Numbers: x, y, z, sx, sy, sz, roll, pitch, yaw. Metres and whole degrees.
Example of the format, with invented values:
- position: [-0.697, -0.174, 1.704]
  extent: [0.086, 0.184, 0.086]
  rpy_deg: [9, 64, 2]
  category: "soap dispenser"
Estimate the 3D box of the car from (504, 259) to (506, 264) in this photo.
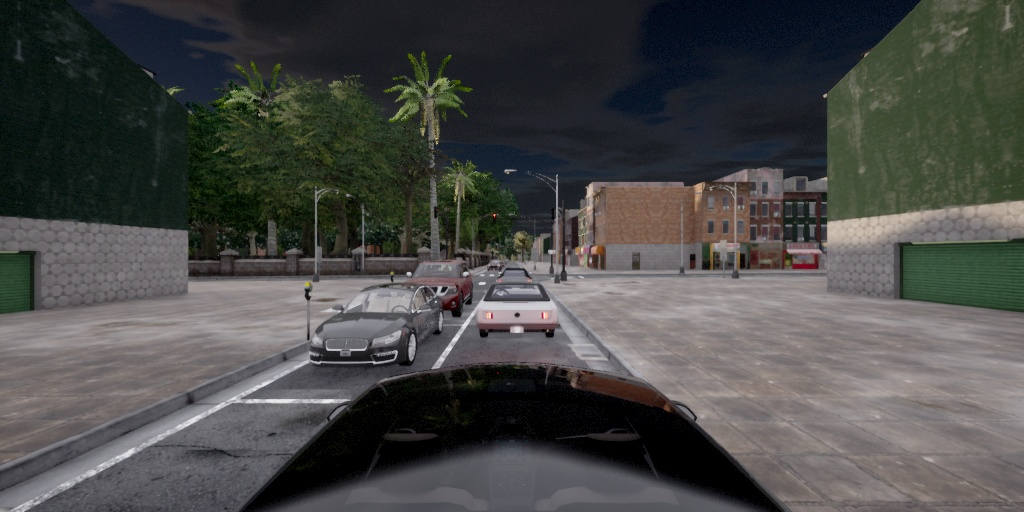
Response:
- position: [-2.476, 1.317, 57.138]
  extent: [1.967, 1.591, 4.097]
  rpy_deg: [0, 0, 0]
  category: "car"

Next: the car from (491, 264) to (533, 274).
- position: [0.159, 1.324, 19.355]
  extent: [1.994, 1.385, 4.181]
  rpy_deg: [0, 0, 2]
  category: "car"

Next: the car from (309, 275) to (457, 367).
- position: [-2.621, 1.301, 7.842]
  extent: [2.007, 1.370, 4.403]
  rpy_deg: [0, 0, 0]
  category: "car"

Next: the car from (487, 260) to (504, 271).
- position: [-2.493, 1.292, 51.451]
  extent: [1.967, 1.591, 4.097]
  rpy_deg: [0, 0, 0]
  category: "car"

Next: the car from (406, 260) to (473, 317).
- position: [-2.605, 1.068, 13.305]
  extent: [2.192, 1.841, 5.009]
  rpy_deg: [0, 0, 0]
  category: "car"

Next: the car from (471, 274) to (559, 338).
- position: [0.124, 1.352, 10.183]
  extent: [1.895, 1.301, 4.718]
  rpy_deg: [0, 0, 0]
  category: "car"
